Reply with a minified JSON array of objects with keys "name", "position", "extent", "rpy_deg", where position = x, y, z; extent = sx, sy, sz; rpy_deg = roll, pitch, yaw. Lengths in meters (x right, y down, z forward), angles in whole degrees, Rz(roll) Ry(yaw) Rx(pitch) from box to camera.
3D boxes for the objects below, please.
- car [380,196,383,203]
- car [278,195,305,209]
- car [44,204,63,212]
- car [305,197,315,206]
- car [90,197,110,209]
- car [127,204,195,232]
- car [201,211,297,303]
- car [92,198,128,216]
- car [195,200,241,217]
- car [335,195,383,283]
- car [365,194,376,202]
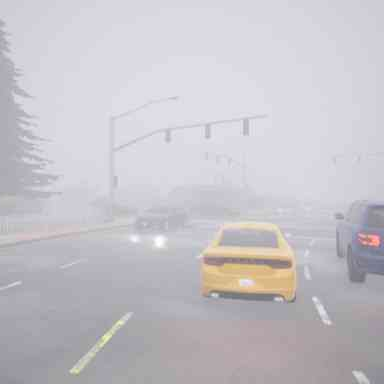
[{"name":"car","position":[40.442,1.533,69.221],"extent":[2.033,1.411,5.357],"rpy_deg":[0,0,31]},{"name":"car","position":[13.304,1.544,45.136],"extent":[2.033,1.411,5.357],"rpy_deg":[0,0,31]},{"name":"car","position":[-16.900,1.579,38.662],"extent":[4.674,1.442,1.812],"rpy_deg":[0,0,32]},{"name":"car","position":[18.654,1.521,53.873],"extent":[1.812,1.442,4.674],"rpy_deg":[0,0,32]},{"name":"car","position":[-9.554,1.406,38.216],"extent":[4.553,1.767,2.097],"rpy_deg":[0,0,32]},{"name":"car","position":[-1.690,1.501,20.210],"extent":[1.837,1.490,4.892],"rpy_deg":[2,1,20]},{"name":"car","position":[1.483,1.477,8.390],"extent":[1.882,1.535,5.008],"rpy_deg":[0,0,12]},{"name":"car","position":[-7.307,1.579,32.700],"extent":[4.674,1.442,1.812],"rpy_deg":[0,0,32]},{"name":"car","position":[2.144,1.546,30.949],"extent":[4.892,1.490,1.837],"rpy_deg":[-1,0,32]},{"name":"car","position":[5.446,1.221,9.425],"extent":[2.150,2.045,5.566],"rpy_deg":[0,0,19]},{"name":"car","position":[42.761,1.348,79.727],"extent":[2.097,1.767,4.553],"rpy_deg":[0,0,31]}]
